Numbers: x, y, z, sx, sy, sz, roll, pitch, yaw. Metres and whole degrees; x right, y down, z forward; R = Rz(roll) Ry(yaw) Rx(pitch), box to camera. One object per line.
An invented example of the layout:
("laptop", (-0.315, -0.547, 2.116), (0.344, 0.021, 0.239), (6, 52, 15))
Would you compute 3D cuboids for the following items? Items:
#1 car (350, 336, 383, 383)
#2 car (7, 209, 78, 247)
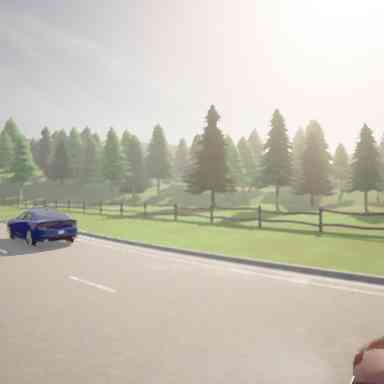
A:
("car", (3.380, 1.519, 1.721), (4.674, 1.442, 1.812), (-1, 0, 35))
("car", (-7.180, 1.552, 15.758), (1.882, 1.535, 5.008), (0, 0, -43))
